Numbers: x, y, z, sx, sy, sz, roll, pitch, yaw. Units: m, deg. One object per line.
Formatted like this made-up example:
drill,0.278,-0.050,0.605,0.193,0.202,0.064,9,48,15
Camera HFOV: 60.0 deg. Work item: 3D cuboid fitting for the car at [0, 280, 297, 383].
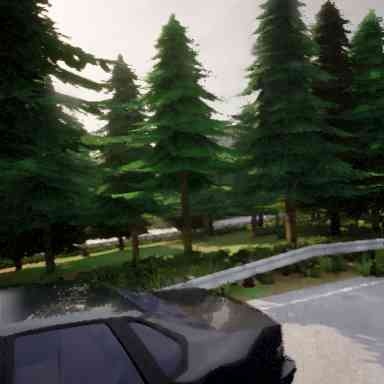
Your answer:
car,-1.572,1.520,2.402,5.357,1.411,2.033,0,1,-34
